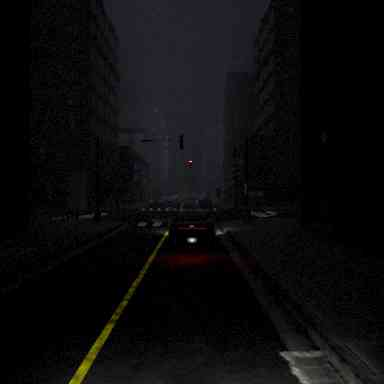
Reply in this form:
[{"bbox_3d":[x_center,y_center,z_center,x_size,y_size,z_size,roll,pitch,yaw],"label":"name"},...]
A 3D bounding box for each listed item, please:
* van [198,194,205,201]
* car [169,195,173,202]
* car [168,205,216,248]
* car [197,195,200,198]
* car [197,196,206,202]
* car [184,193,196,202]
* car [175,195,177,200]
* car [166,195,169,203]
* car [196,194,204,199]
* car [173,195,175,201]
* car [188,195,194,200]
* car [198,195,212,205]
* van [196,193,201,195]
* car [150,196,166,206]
[{"bbox_3d":[2.362,1.473,86.894,1.690,1.788,3.998,0,0,0],"label":"van"},{"bbox_3d":[-5.679,1.669,70.370,1.802,1.307,4.206,0,0,0],"label":"car"},{"bbox_3d":[0.000,1.518,14.650,1.837,1.490,4.892,0,0,0],"label":"car"},{"bbox_3d":[2.341,1.656,64.852,1.802,1.307,4.206,0,0,0],"label":"car"},{"bbox_3d":[2.357,1.666,81.383,2.008,1.369,4.403,0,0,0],"label":"car"},{"bbox_3d":[-0.283,1.509,78.063,1.837,1.490,4.892,0,0,0],"label":"car"},{"bbox_3d":[-5.663,1.572,86.902,1.967,1.590,4.097,0,0,0],"label":"car"},{"bbox_3d":[-5.690,1.502,59.349,1.967,1.590,4.097,0,0,0],"label":"car"},{"bbox_3d":[2.346,1.653,70.362,1.947,1.339,4.313,0,0,0],"label":"car"},{"bbox_3d":[-5.673,1.651,75.880,2.008,1.369,4.403,0,0,0],"label":"car"},{"bbox_3d":[-0.270,1.503,91.397,1.812,1.442,4.674,0,0,0],"label":"car"},{"bbox_3d":[2.330,1.617,53.829,1.947,1.339,4.313,0,0,0],"label":"car"},{"bbox_3d":[2.351,1.442,75.873,1.690,1.788,3.998,0,0,0],"label":"van"},{"bbox_3d":[-5.695,1.492,53.838,1.967,1.590,4.097,0,0,0],"label":"car"}]
